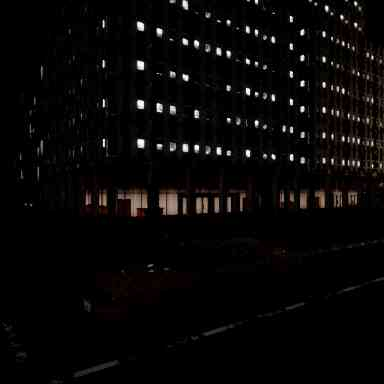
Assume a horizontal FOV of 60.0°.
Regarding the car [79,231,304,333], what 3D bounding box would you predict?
[{"bbox_3d":[0.275,1.525,6.757,4.829,1.417,1.752,0,0,-36],"label":"car"}]
